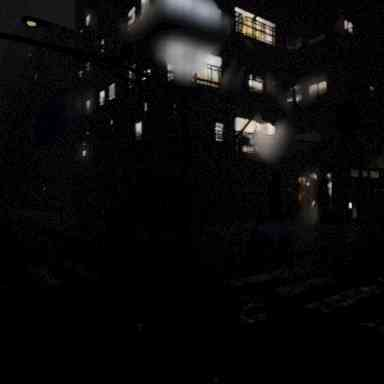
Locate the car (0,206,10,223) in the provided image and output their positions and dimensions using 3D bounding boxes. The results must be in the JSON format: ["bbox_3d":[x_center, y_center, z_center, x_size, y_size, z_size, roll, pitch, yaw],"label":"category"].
[{"bbox_3d":[-14.686,1.555,24.697,1.752,1.417,4.829,0,0,-36],"label":"car"}]
